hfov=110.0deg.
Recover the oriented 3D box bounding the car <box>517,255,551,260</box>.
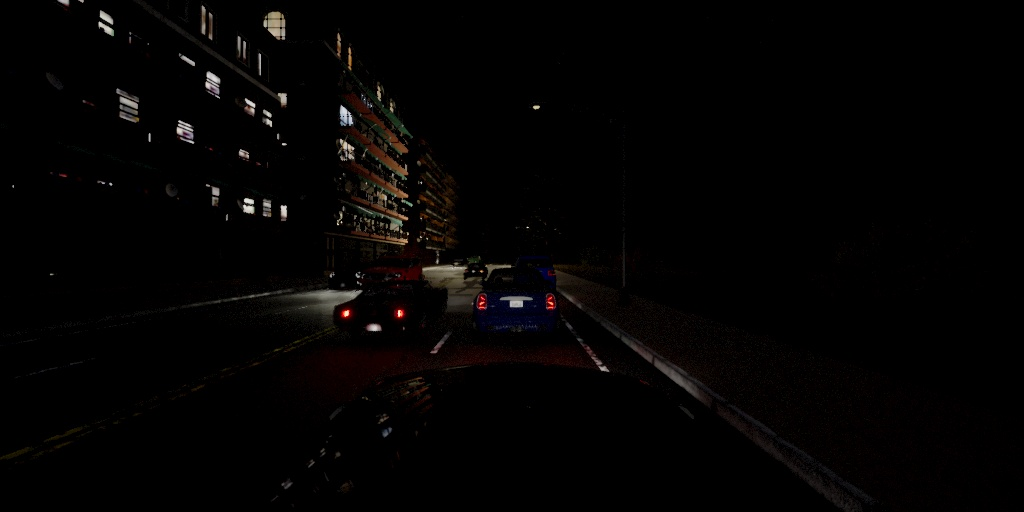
[{"bbox_3d":[1.138,0.978,19.809,2.150,2.045,5.566,0,0,0],"label":"car"}]

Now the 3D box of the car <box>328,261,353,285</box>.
[{"bbox_3d":[-9.849,1.105,23.107,2.097,1.767,4.553,0,0,0],"label":"car"}]

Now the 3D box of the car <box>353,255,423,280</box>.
[{"bbox_3d":[-6.599,0.974,20.342,2.150,2.045,5.566,0,0,0],"label":"car"}]

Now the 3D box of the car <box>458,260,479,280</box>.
[{"bbox_3d":[-3.144,1.301,31.796,2.033,1.411,5.357,0,0,0],"label":"car"}]

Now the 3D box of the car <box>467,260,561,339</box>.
[{"bbox_3d":[0.099,1.104,10.234,2.097,1.767,4.553,0,0,0],"label":"car"}]

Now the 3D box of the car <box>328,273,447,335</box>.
[{"bbox_3d":[-3.153,1.352,10.442,1.895,1.301,4.718,0,0,0],"label":"car"}]

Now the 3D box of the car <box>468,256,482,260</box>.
[{"bbox_3d":[-6.553,0.974,63.424,2.150,2.045,5.566,0,0,0],"label":"car"}]
